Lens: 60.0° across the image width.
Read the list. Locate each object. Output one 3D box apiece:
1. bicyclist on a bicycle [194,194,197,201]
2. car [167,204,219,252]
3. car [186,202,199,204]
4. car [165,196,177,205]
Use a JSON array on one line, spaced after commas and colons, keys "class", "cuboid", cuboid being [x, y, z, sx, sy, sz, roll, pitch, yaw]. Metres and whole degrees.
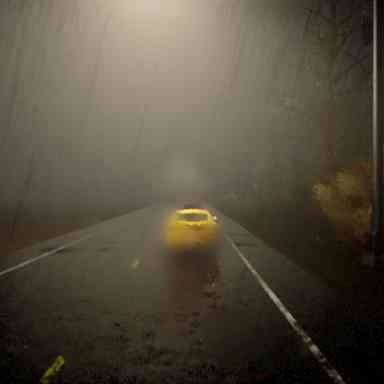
[{"class": "bicyclist on a bicycle", "cuboid": [0.932, 1.463, 88.745, 0.582, 1.620, 1.656, 0, 0, 0]}, {"class": "car", "cuboid": [0.048, 1.479, 14.017, 1.882, 1.535, 5.008, 0, 0, 0]}, {"class": "car", "cuboid": [0.037, 1.568, 28.118, 1.994, 1.385, 4.181, 0, 0, 1]}, {"class": "car", "cuboid": [-3.581, 1.511, 57.310, 1.837, 1.490, 4.892, 0, 0, 0]}]
